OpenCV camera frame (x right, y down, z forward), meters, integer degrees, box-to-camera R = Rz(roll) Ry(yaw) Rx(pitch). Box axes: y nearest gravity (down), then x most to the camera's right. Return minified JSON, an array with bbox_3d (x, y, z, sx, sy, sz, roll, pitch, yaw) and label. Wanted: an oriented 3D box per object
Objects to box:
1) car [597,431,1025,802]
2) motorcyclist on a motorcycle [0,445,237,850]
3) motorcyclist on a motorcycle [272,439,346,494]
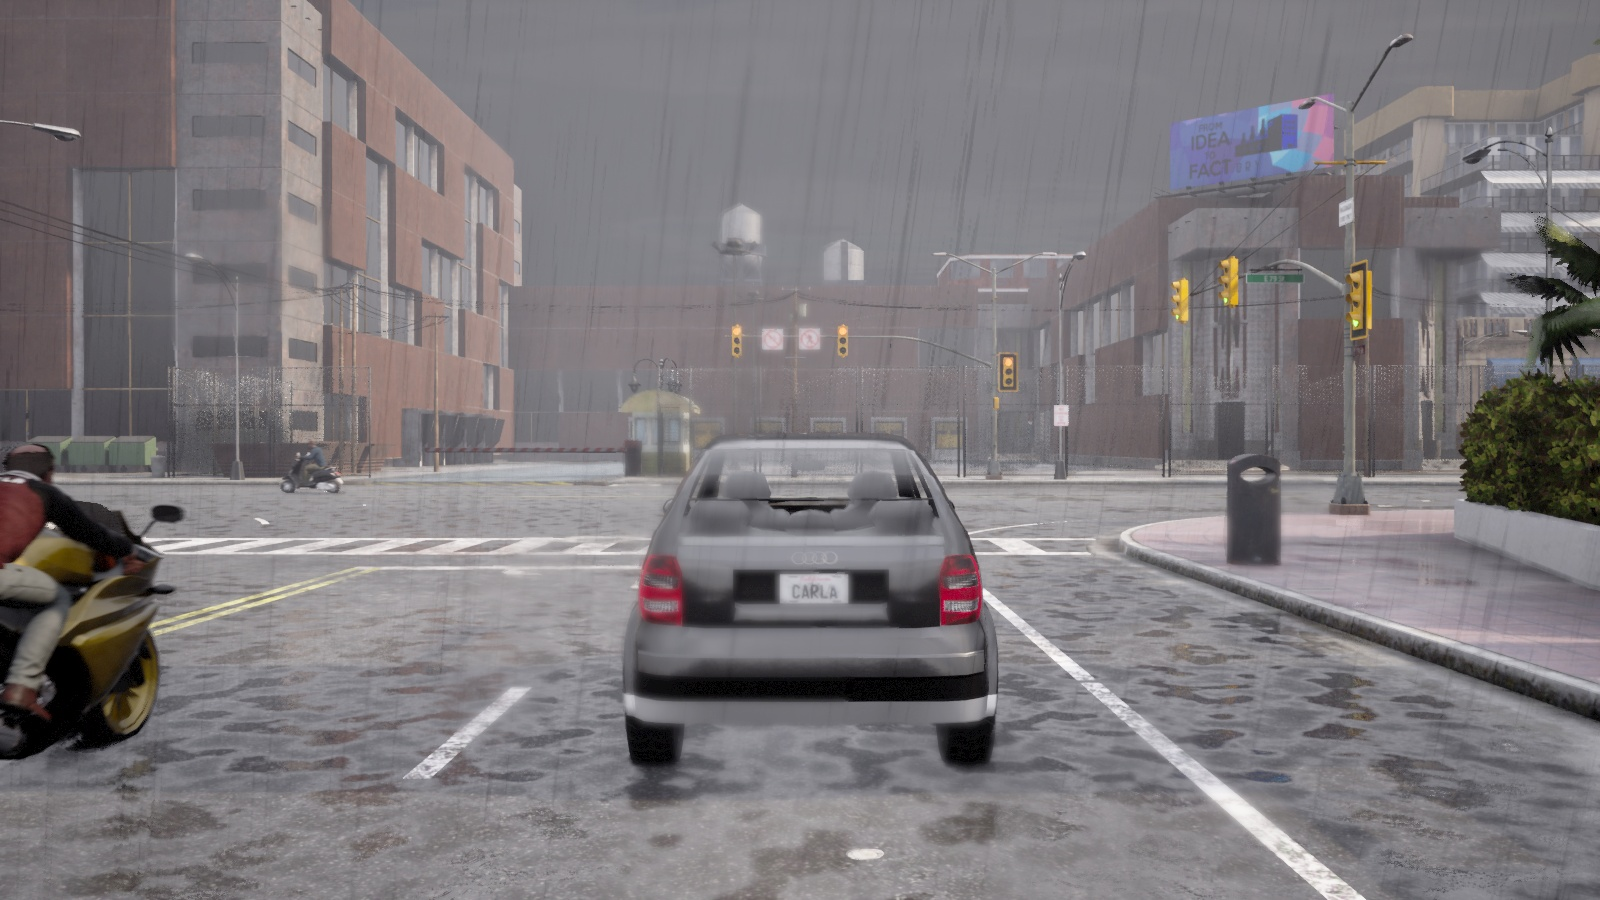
[{"bbox_3d":[0.051,0.685,7.106,1.789,1.549,3.705,0,0,0],"label":"car"},{"bbox_3d":[-3.460,0.747,5.647,0.866,1.530,2.191,0,0,0],"label":"motorcyclist on a motorcycle"},{"bbox_3d":[-14.413,0.480,36.883,1.817,1.590,0.866,0,0,0],"label":"motorcyclist on a motorcycle"}]
